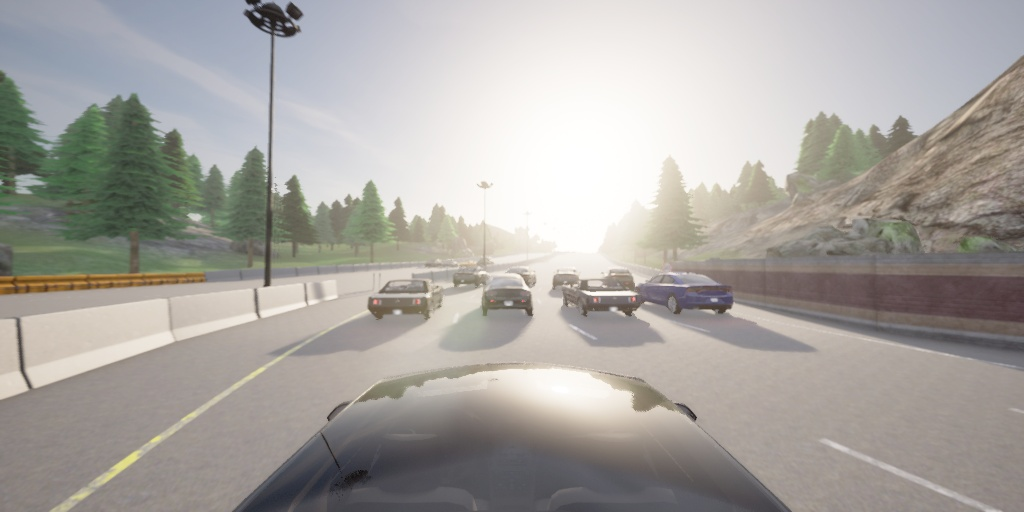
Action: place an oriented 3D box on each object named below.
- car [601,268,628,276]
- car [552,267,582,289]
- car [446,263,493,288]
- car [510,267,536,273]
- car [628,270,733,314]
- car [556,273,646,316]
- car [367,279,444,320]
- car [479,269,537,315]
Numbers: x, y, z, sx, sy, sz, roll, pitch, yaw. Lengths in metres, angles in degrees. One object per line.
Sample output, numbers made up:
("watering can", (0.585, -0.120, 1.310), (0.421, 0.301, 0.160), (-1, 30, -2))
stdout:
("car", (7.439, 1.549, 25.370), (1.837, 1.490, 4.892), (0, 0, 11))
("car", (3.982, 1.538, 25.926), (2.128, 1.511, 4.902), (0, 0, 11))
("car", (-2.929, 1.547, 27.046), (2.128, 1.511, 4.902), (0, 0, 11))
("car", (0.681, 1.534, 27.221), (1.882, 1.535, 5.008), (0, 0, 11))
("car", (6.736, 1.395, 14.676), (1.882, 1.535, 5.008), (0, -1, -4))
("car", (3.255, 1.507, 14.185), (1.895, 1.301, 4.718), (0, -1, -4))
("car", (-3.701, 1.484, 13.364), (1.895, 1.301, 4.718), (0, -1, -4))
("car", (-0.236, 1.426, 14.246), (1.812, 1.442, 4.674), (0, 0, -3))
